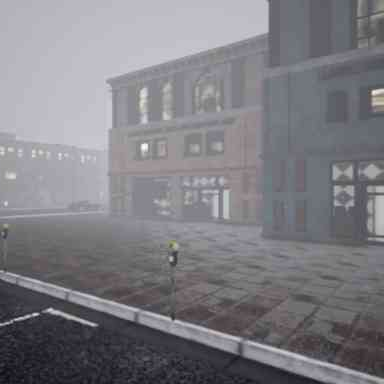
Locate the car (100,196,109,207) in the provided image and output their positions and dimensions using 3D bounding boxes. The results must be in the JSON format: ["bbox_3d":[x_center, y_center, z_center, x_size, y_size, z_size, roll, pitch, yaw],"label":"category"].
[{"bbox_3d":[-12.744,1.753,51.686,1.895,1.301,4.718,0,0,35],"label":"car"}]

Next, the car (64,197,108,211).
[{"bbox_3d":[-13.102,1.657,41.041,1.887,1.381,4.507,0,0,35],"label":"car"}]

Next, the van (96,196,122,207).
[{"bbox_3d":[-13.649,1.502,54.931,1.690,1.788,3.998,0,0,35],"label":"van"}]

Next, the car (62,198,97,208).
[{"bbox_3d":[-16.923,1.658,50.270,1.752,1.417,4.829,0,0,35],"label":"car"}]
